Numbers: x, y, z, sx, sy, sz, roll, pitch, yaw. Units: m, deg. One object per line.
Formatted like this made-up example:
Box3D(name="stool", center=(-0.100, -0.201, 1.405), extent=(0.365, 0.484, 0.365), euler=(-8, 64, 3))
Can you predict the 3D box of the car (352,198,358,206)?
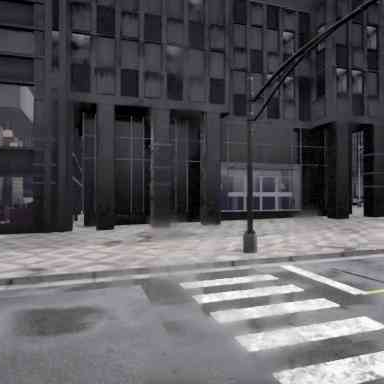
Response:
Box3D(name="car", center=(22.549, 1.355, 49.217), extent=(1.994, 1.385, 4.181), euler=(0, -1, -16))
